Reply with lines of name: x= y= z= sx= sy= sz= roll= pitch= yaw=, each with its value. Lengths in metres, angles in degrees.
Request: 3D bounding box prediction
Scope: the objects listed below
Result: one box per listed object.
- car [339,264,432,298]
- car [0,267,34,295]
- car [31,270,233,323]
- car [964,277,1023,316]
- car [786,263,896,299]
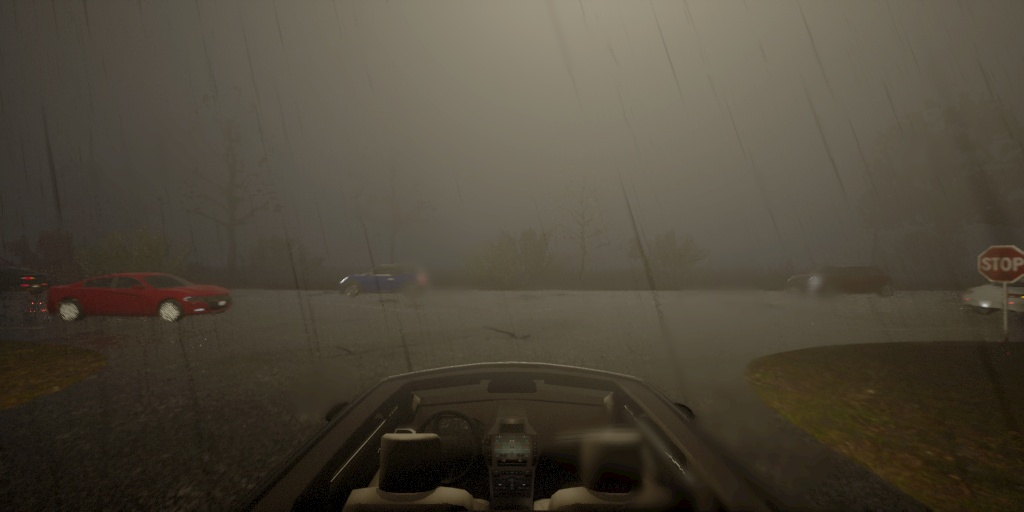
car: x=-6.625 y=1.225 z=18.974 sx=4.553 sy=1.767 sz=2.097 roll=0 pitch=0 yaw=0
car: x=-27.428 y=1.314 z=18.819 sx=4.892 sy=1.490 sz=1.837 roll=0 pitch=0 yaw=0
car: x=-12.164 y=1.290 z=11.943 sx=5.008 sy=1.535 sz=1.882 roll=0 pitch=0 yaw=0
car: x=18.222 y=1.412 z=12.087 sx=4.674 sy=1.442 sz=1.812 roll=0 pitch=0 yaw=0
car: x=17.354 y=1.270 z=19.094 sx=4.553 sy=1.767 sz=2.097 roll=0 pitch=0 yaw=0
